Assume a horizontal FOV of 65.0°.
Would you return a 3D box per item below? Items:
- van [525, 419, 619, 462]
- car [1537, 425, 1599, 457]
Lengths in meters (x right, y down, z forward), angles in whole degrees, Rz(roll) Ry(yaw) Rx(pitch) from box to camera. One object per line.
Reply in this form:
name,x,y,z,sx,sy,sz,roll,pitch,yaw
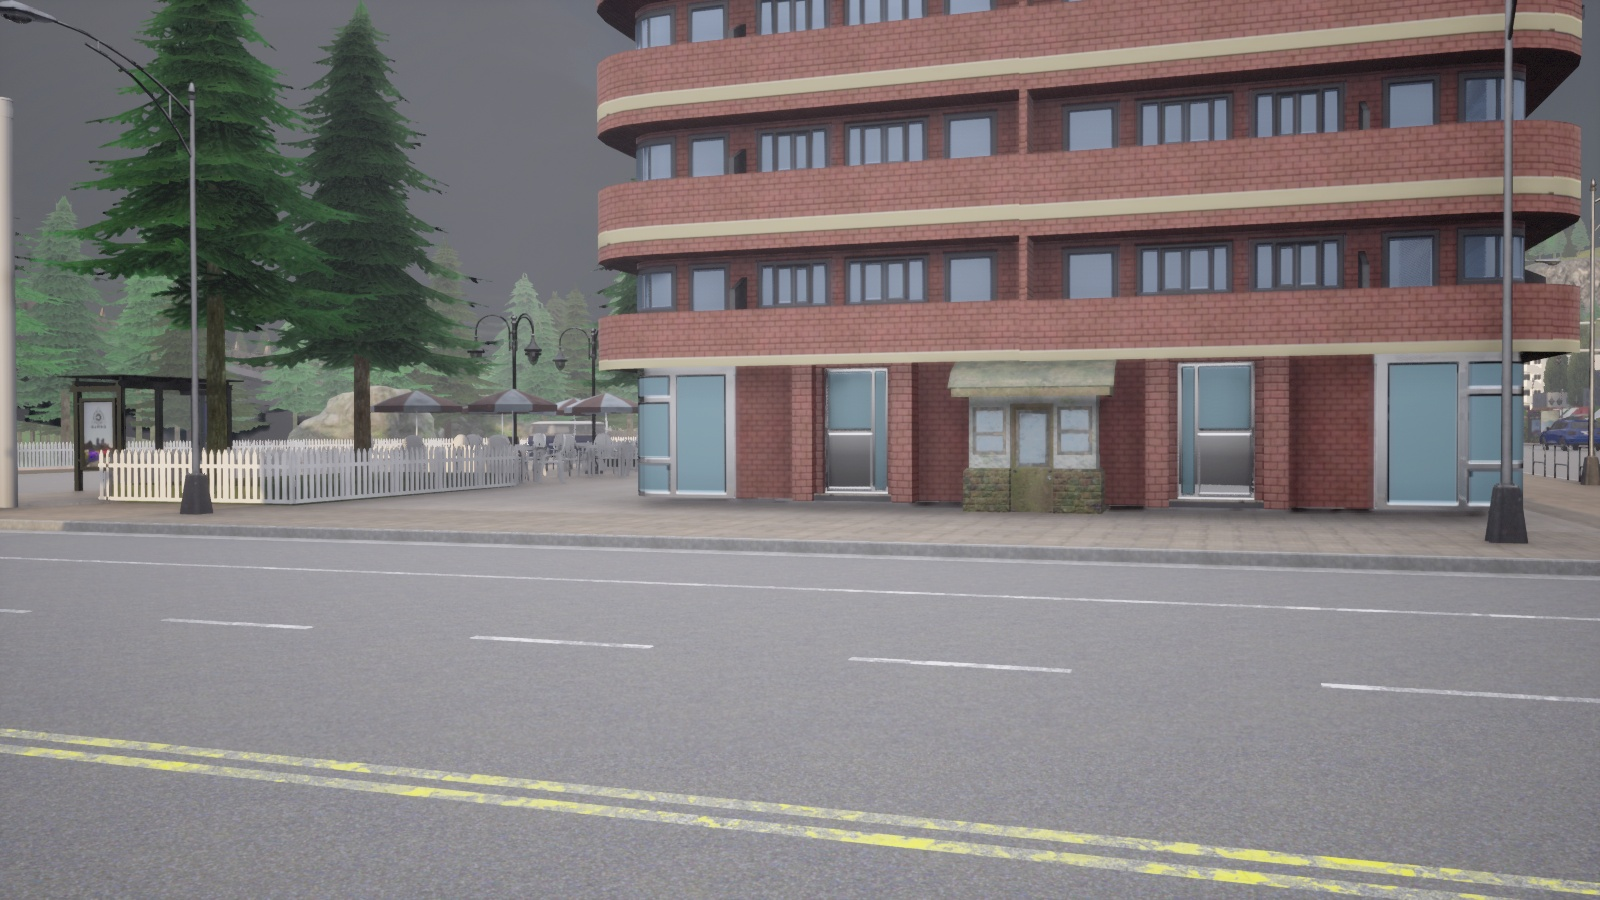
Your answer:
van,-10.880,-0.480,60.144,1.775,1.987,4.442,1,1,36
car,51.077,-0.597,83.288,2.150,2.045,5.566,0,1,12
